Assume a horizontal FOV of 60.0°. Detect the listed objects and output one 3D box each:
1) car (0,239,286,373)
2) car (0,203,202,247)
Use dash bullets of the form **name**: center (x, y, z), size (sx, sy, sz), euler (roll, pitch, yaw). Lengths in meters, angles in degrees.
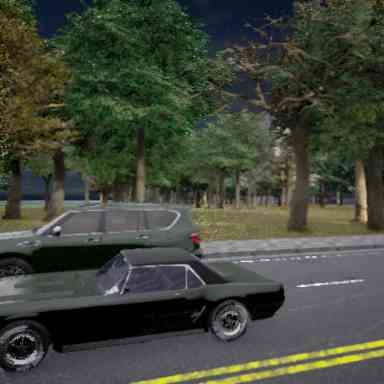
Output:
- **car**: center (-0.971, 1.665, 5.529), size (4.718, 1.301, 1.895), euler (1, -1, -18)
- **car**: center (-2.463, 1.315, 8.463), size (5.566, 2.045, 2.150), euler (0, -1, -18)
